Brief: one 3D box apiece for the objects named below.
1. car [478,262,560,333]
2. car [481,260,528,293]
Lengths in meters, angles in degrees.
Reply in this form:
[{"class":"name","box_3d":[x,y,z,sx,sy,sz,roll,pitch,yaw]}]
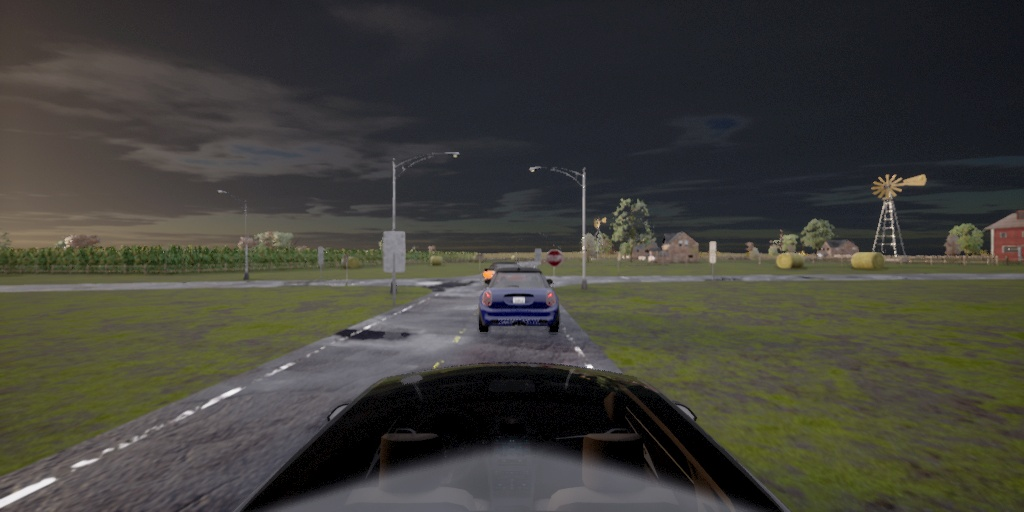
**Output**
[{"class":"car","box_3d":[0.198,1.116,10.976,2.097,1.767,4.553,0,0,1]},{"class":"car","box_3d":[-0.593,1.129,21.727,2.097,1.767,4.553,0,0,-11]}]
